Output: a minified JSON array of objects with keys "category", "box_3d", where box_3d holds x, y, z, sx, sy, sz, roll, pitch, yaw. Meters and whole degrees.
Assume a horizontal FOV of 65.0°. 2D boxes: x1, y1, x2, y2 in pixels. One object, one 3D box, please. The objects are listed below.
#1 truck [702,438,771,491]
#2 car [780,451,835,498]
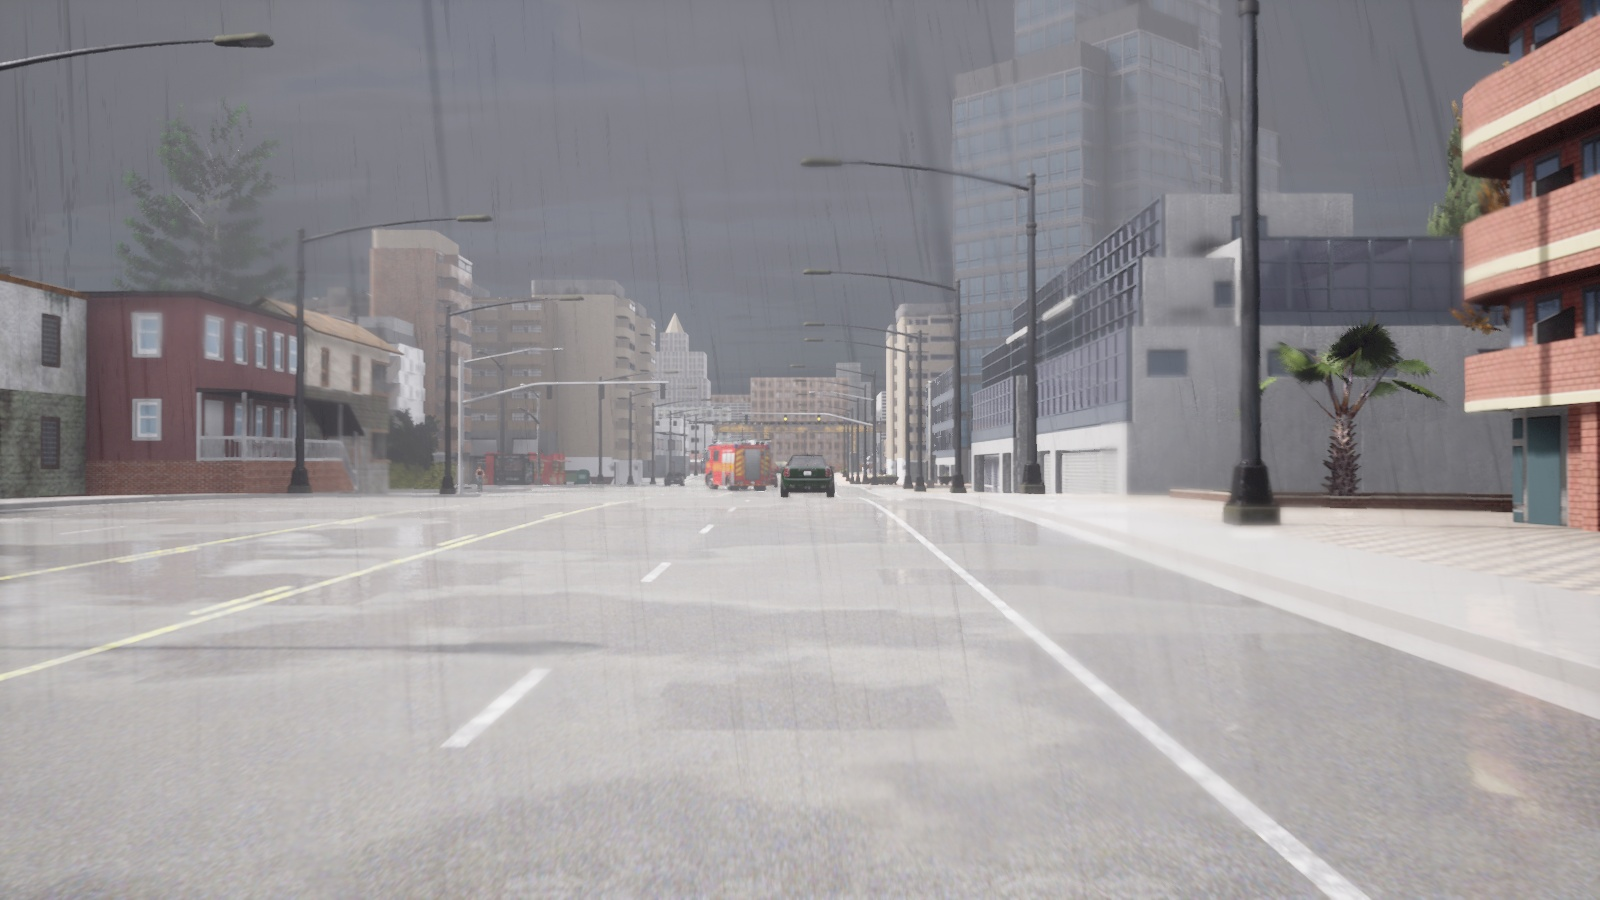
[{"category":"truck","box_3d":[-4.861,1.101,94.407,2.891,3.827,8.468,0,-1,-19]},{"category":"car","box_3d":[0.296,1.002,49.875,2.097,1.767,4.553,0,-2,0]}]
